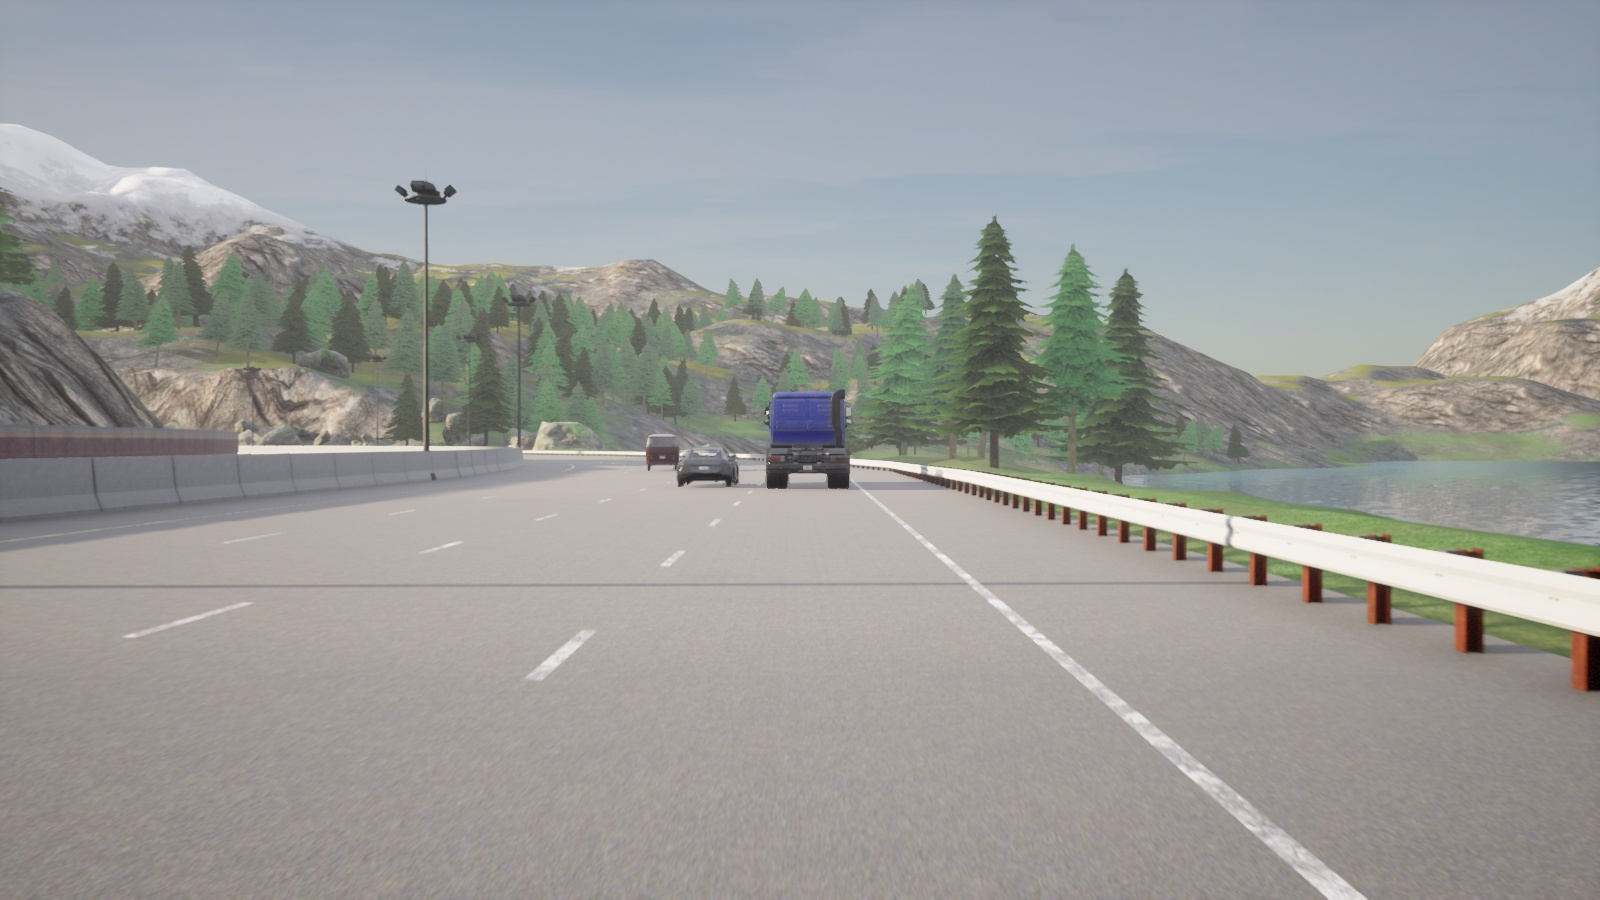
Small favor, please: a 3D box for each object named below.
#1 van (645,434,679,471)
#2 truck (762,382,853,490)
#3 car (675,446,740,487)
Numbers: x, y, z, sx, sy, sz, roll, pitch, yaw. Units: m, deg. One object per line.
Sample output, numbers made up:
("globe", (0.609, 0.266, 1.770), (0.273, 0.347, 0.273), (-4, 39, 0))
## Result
("van", (-7.637, 0.101, 69.610), (1.775, 1.987, 4.442), (0, 0, -6))
("truck", (0.269, -0.484, 44.196), (2.891, 3.462, 7.936), (0, 0, 0))
("car", (-3.226, 0.557, 44.534), (1.994, 1.385, 4.181), (0, 0, 0))
